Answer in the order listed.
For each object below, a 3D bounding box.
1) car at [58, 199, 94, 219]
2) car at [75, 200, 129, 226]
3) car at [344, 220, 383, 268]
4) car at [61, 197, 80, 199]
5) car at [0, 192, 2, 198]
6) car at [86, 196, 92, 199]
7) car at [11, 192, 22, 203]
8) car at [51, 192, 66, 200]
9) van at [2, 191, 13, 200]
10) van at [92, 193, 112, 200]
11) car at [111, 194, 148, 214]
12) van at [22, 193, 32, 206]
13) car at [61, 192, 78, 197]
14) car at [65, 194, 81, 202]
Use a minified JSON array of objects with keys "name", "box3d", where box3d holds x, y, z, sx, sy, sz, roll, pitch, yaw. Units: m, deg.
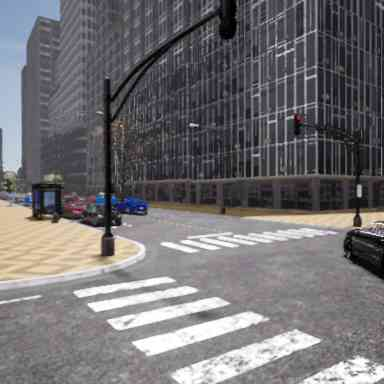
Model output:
[{"name":"car","box3d":[-9.502,1.485,27.690,1.802,1.307,4.206,0,0,-34]},{"name":"car","box3d":[-6.310,1.520,22.985,1.947,1.339,4.313,0,0,-34]},{"name":"car","box3d":[6.188,1.588,9.977,2.128,1.511,4.902,0,1,6]},{"name":"car","box3d":[-12.660,1.418,32.415,1.947,1.339,4.313,0,0,-34]},{"name":"car","box3d":[-41.470,0.820,74.678,1.967,1.590,4.097,0,0,-34]},{"name":"car","box3d":[-15.314,1.234,51.249,1.802,1.307,4.206,0,0,-34]},{"name":"car","box3d":[-28.646,1.144,55.908,2.008,1.369,4.403,0,0,-34]},{"name":"car","box3d":[-28.138,0.881,70.020,1.967,1.590,4.097,0,0,-34]},{"name":"van","box3d":[-38.263,0.775,69.985,1.690,1.788,3.998,0,0,-34]},{"name":"van","box3d":[-12.106,1.045,46.555,1.690,1.788,3.998,0,0,-34]},{"name":"car","box3d":[-6.124,1.325,33.194,1.882,1.535,5.008,0,1,-34]},{"name":"van","box3d":[-22.232,1.039,46.521,1.690,1.788,3.998,0,0,-34]},{"name":"car","box3d":[-20.576,1.180,54.345,1.994,1.385,4.181,0,1,-34]},{"name":"car","box3d":[-21.726,1.128,60.636,1.802,1.307,4.206,0,0,-34]}]
